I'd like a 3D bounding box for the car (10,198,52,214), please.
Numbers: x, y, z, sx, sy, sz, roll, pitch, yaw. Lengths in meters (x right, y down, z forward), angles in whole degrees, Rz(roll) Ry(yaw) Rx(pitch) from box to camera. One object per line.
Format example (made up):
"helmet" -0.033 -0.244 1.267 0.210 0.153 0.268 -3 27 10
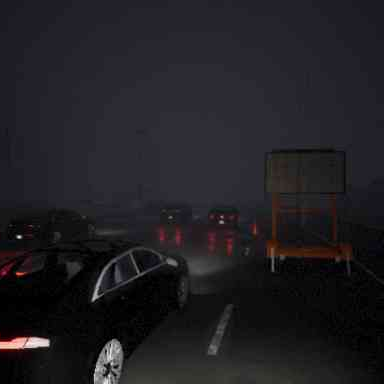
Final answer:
"car" -17.491 1.476 36.475 1.882 1.535 5.008 0 0 5

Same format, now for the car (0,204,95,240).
"car" -6.256 1.504 15.394 1.837 1.490 4.892 0 0 12

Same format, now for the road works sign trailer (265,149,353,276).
"road works sign trailer" 3.517 0.464 10.521 2.380 3.560 2.880 0 0 11

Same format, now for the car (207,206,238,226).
"car" 2.225 1.600 23.115 1.895 1.301 4.718 0 0 9

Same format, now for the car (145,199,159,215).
"car" -3.470 1.477 34.197 1.882 1.535 5.008 0 0 6

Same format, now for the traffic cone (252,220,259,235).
"traffic cone" 3.363 1.955 17.675 0.340 0.580 0.340 0 0 11

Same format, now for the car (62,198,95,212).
"car" -13.683 1.490 40.416 2.128 1.511 4.902 0 0 4

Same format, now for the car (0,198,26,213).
"car" -20.923 1.503 37.407 1.837 1.490 4.892 0 0 5

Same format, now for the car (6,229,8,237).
"car" -5.230 1.490 4.294 2.128 1.511 4.902 0 0 15

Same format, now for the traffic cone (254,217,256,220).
"traffic cone" 3.736 1.955 19.640 0.340 0.580 0.340 0 0 11

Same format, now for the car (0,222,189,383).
"car" -1.405 1.490 5.110 2.128 1.511 4.902 0 0 14

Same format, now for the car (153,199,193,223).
"car" -1.084 1.490 24.774 2.128 1.511 4.902 0 0 8
